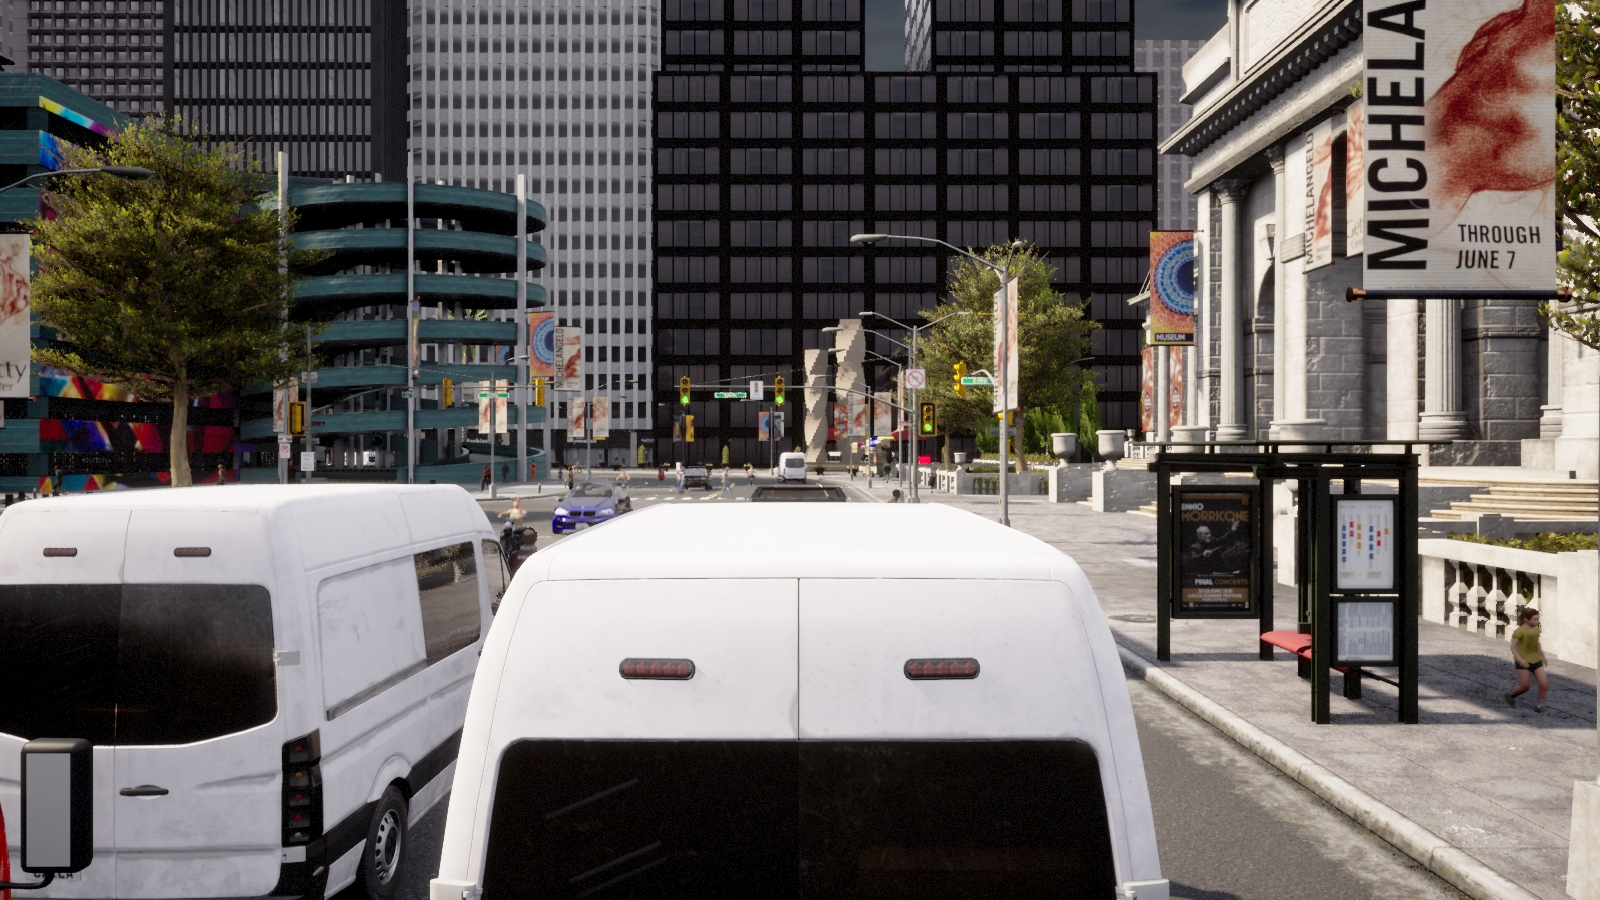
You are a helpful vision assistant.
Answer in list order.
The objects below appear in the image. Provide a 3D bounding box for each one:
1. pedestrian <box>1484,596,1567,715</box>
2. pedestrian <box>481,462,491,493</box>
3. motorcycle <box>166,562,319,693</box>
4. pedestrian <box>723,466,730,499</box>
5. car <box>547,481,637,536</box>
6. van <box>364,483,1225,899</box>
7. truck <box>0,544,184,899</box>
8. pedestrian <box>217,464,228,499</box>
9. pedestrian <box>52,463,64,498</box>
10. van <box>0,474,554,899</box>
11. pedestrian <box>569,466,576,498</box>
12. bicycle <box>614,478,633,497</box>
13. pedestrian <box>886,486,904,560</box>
[{"bbox_3d":[7.360,2.071,11.602,0.500,1.100,0.500,0,0,-7],"label":"pedestrian"},{"bbox_3d":[-18.956,1.671,68.977,0.375,1.860,0.375,0,0,25],"label":"pedestrian"},{"bbox_3d":[-6.929,2.164,14.357,0.764,1.277,2.356,0,0,0],"label":"motorcycle"},{"bbox_3d":[-4.148,1.824,64.616,0.375,1.860,0.375,0,0,-1],"label":"pedestrian"},{"bbox_3d":[-7.040,1.952,39.166,2.242,1.667,4.611,0,0,0],"label":"car"},{"bbox_3d":[-0.014,1.532,5.597,1.988,2.561,5.915,0,0,0],"label":"van"},{"bbox_3d":[-3.506,1.567,1.456,2.627,2.467,5.204,0,0,0],"label":"truck"},{"bbox_3d":[-30.982,1.674,61.313,0.375,1.860,0.375,0,0,5],"label":"pedestrian"},{"bbox_3d":[-40.746,1.672,62.728,0.375,1.860,0.375,0,0,8],"label":"pedestrian"},{"bbox_3d":[-3.517,1.531,8.781,1.988,2.561,5.915,0,0,0],"label":"van"},{"bbox_3d":[-12.959,1.824,65.150,0.375,1.860,0.375,0,0,-8],"label":"pedestrian"},{"bbox_3d":[-10.650,2.231,68.935,0.859,1.080,1.487,0,0,1],"label":"bicycle"},{"bbox_3d":[2.408,1.838,28.871,0.375,1.860,0.375,0,0,-8],"label":"pedestrian"}]
